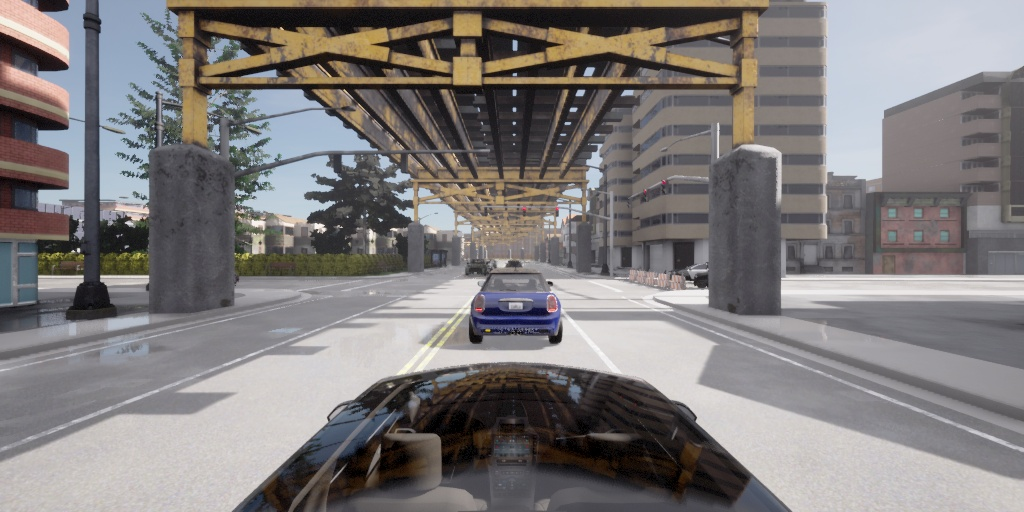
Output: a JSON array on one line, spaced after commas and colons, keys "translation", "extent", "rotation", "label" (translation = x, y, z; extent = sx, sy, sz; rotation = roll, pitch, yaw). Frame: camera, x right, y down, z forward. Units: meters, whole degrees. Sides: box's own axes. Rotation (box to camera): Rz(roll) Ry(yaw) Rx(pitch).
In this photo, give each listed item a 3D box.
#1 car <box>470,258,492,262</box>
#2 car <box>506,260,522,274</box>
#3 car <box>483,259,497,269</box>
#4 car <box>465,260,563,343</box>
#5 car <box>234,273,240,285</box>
[{"translation": [-3.504, 1.050, 36.764], "extent": [2.097, 1.767, 4.553], "rotation": [0, 0, 1], "label": "car"}, {"translation": [0.232, 1.203, 42.388], "extent": [1.837, 1.490, 4.892], "rotation": [0, 0, 0], "label": "car"}, {"translation": [-3.393, 1.198, 56.446], "extent": [1.812, 1.442, 4.674], "rotation": [0, 0, 1], "label": "car"}, {"translation": [0.100, 1.093, 9.833], "extent": [2.097, 1.767, 4.553], "rotation": [0, 0, 1], "label": "car"}, {"translation": [-19.795, 1.207, 22.481], "extent": [4.674, 1.442, 1.812], "rotation": [0, 0, 0], "label": "car"}]
